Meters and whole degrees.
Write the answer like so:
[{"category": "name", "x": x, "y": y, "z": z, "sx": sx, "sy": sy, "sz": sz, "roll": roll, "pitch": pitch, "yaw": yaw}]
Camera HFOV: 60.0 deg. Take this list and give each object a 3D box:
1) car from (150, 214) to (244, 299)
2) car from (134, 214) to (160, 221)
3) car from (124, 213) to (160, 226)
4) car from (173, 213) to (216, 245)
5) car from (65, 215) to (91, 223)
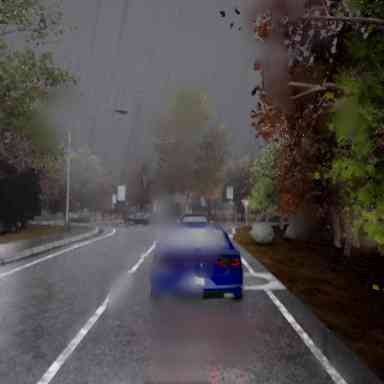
[{"category": "car", "x": 0.102, "y": 1.530, "z": 8.558, "sx": 1.882, "sy": 1.535, "sz": 5.008, "roll": 0, "pitch": -1, "yaw": 0}, {"category": "car", "x": -9.341, "y": 5.312, "z": 68.917, "sx": 5.008, "sy": 1.535, "sz": 1.882, "roll": 3, "pitch": -5, "yaw": -25}, {"category": "car", "x": -5.195, "y": 3.114, "z": 37.286, "sx": 4.892, "sy": 1.490, "sz": 1.837, "roll": -1, "pitch": -3, "yaw": 10}, {"category": "car", "x": 0.175, "y": 1.910, "z": 18.484, "sx": 2.033, "sy": 1.411, "sz": 5.357, "roll": 0, "pitch": -3, "yaw": 1}, {"category": "car", "x": -19.250, "y": 4.610, "z": 56.458, "sx": 2.033, "sy": 1.411, "sz": 5.357, "roll": -1, "pitch": -4, "yaw": 13}]
